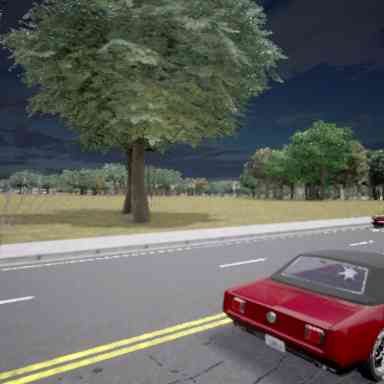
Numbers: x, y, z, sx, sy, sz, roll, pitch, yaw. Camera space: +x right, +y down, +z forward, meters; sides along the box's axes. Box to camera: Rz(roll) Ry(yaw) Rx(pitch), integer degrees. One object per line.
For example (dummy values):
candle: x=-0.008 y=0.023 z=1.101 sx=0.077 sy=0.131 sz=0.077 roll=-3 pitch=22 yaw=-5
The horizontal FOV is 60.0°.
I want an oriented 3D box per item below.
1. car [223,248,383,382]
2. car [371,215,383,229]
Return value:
car: x=2.858 y=1.624 z=5.476 sx=4.718 sy=1.301 sz=1.895 roll=0 pitch=0 yaw=-36
car: x=13.424 y=1.707 z=21.241 sx=4.718 sy=1.301 sz=1.895 roll=0 pitch=0 yaw=-35
